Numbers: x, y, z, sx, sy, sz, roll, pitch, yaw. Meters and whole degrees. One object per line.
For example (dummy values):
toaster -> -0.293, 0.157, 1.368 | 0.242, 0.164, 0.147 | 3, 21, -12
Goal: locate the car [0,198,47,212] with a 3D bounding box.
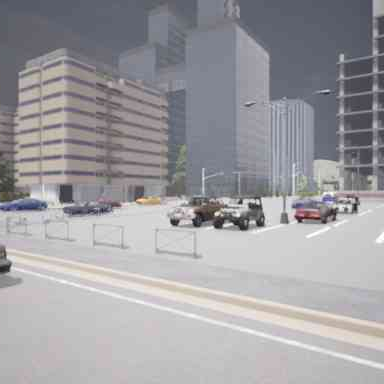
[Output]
car -> -18.623, 1.422, 36.810 | 1.882, 1.535, 5.008 | 0, 0, 34

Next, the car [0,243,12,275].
car -> -6.872, 1.531, 8.801 | 5.357, 1.411, 2.033 | 0, 0, 35

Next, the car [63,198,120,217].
car -> -9.512, 1.561, 31.355 | 1.895, 1.301, 4.718 | 0, 0, 35

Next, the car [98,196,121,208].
car -> -11.090, 1.301, 41.762 | 2.097, 1.767, 4.553 | 0, 0, 34

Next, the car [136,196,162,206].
car -> -6.972, 1.421, 54.163 | 1.882, 1.535, 5.008 | 0, 0, 34

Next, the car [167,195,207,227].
car -> 0.486, 1.136, 21.046 | 1.932, 1.855, 4.605 | 0, 0, 34

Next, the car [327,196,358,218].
car -> 14.869, 1.386, 32.346 | 1.970, 1.475, 3.806 | 0, 0, 34

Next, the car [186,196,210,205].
car -> 1.110, 1.459, 59.814 | 1.837, 1.490, 4.892 | 0, 0, 34

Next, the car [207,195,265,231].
car -> 2.855, 1.143, 19.382 | 1.905, 1.878, 3.866 | 0, 0, 34
